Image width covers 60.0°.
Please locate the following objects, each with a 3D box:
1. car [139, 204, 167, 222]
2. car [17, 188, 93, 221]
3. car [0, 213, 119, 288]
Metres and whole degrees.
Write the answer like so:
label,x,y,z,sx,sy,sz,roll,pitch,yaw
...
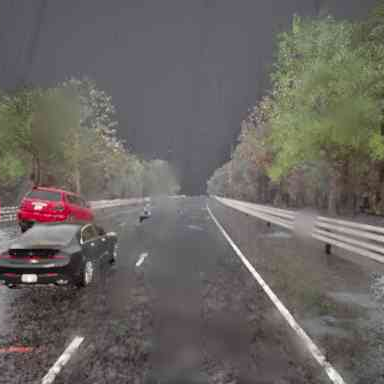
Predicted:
label,x,y,z,sx,sy,sz,roll,pitch,yaw
car,-3.190,1.687,27.880,2.033,1.411,5.357,0,0,1
car,-6.731,1.037,17.183,2.150,2.045,5.566,7,-6,0
car,-3.369,1.554,9.341,1.837,1.490,4.892,0,0,0
